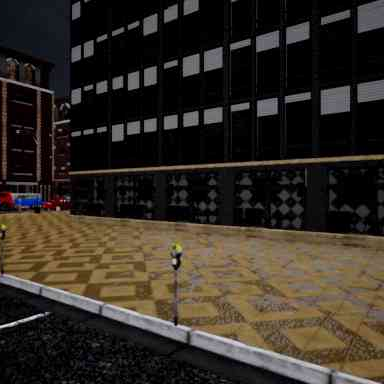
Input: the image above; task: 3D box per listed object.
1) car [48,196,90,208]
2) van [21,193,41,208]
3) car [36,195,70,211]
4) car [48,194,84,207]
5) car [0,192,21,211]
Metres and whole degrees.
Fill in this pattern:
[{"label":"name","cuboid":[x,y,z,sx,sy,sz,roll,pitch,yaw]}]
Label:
[{"label":"car","cuboid":[-15.342,1.272,41.863,1.895,1.301,4.718,0,1,35]},{"label":"van","cuboid":[-19.944,1.064,39.554,1.690,1.788,3.998,1,1,35]},{"label":"car","cuboid":[-13.467,1.280,35.070,1.887,1.381,4.507,1,1,35]},{"label":"car","cuboid":[-16.708,1.094,44.194,1.967,1.590,4.097,1,1,35]},{"label":"car","cuboid":[-21.002,1.016,33.736,2.150,2.045,5.566,0,1,35]}]
